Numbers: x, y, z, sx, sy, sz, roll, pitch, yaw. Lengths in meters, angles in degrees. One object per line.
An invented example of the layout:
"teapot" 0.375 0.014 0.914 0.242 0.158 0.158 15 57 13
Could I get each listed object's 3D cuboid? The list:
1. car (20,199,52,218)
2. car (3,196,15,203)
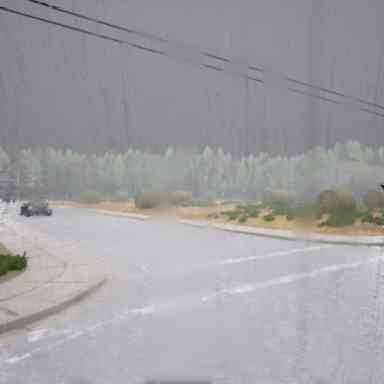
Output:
"car" -14.788 1.428 31.531 2.097 1.767 4.553 0 0 -36
"car" -39.291 1.555 71.422 1.837 1.490 4.892 0 0 -36
